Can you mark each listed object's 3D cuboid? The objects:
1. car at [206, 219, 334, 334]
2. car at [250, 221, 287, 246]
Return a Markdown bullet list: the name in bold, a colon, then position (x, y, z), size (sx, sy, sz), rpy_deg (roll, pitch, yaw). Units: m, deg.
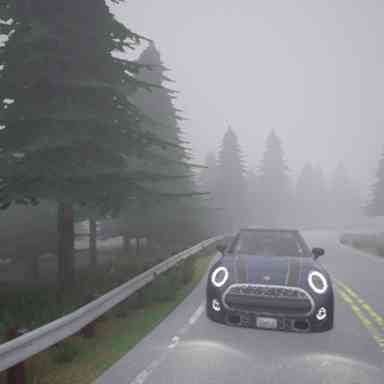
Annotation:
- **car**: position (1.688, 1.523, 7.315), size (2.097, 1.767, 4.553), rpy_deg (0, -3, 14)
- **car**: position (5.289, 2.745, 22.544), size (1.994, 1.385, 4.181), rpy_deg (0, -4, 19)
